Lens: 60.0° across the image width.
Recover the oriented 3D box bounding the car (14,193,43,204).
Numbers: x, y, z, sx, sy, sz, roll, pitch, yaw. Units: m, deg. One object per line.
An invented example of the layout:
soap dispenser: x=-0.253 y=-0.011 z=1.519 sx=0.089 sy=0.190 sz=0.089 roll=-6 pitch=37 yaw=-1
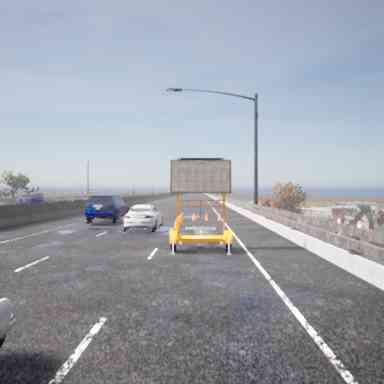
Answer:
car: x=-23.430 y=1.173 z=48.272 sx=2.150 sy=2.045 sz=5.566 roll=0 pitch=0 yaw=1

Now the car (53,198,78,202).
car: x=-16.511 y=1.481 z=45.008 sx=1.812 sy=1.442 sz=4.674 roll=0 pitch=0 yaw=1

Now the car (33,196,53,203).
car: x=-19.971 y=1.554 z=46.797 sx=1.895 sy=1.301 sz=4.718 roll=0 pitch=0 yaw=1

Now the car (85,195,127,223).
car: x=-6.275 y=1.200 z=25.095 sx=2.150 sy=2.045 sz=5.566 roll=0 pitch=0 yaw=1

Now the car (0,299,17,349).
car: x=-3.301 y=1.599 z=2.290 sx=1.895 sy=1.301 sz=4.718 roll=0 pitch=0 yaw=1

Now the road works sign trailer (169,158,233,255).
road works sign trailer: x=0.353 y=0.454 z=13.242 sx=2.380 sy=3.560 sz=2.880 roll=0 pitch=0 yaw=1

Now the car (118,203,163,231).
car: x=-2.888 y=1.509 z=20.138 sx=1.812 sy=1.442 sz=4.674 roll=0 pitch=0 yaw=1
